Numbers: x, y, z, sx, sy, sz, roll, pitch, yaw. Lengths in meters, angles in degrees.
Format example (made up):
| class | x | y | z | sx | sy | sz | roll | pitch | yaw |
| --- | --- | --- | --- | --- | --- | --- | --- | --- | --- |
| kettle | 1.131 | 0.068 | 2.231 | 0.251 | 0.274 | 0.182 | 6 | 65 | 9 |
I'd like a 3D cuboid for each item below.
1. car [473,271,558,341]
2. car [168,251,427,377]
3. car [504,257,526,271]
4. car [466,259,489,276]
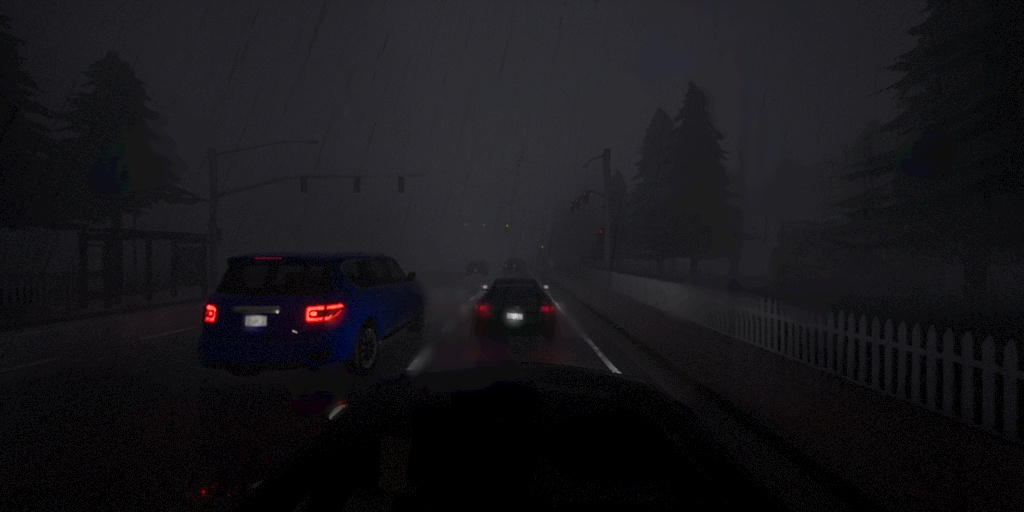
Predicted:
| class | x | y | z | sx | sy | sz | roll | pitch | yaw |
| --- | --- | --- | --- | --- | --- | --- | --- | --- | --- |
| car | 0.095 | 1.268 | 9.754 | 1.994 | 1.385 | 4.181 | 0 | 0 | 1 |
| car | -3.400 | 0.939 | 7.475 | 2.150 | 2.045 | 5.566 | 0 | 0 | 0 |
| car | 0.255 | 0.916 | 35.364 | 2.097 | 1.767 | 4.553 | 0 | 0 | 0 |
| car | -3.252 | 1.069 | 34.339 | 2.128 | 1.511 | 4.902 | 0 | 0 | 0 |
